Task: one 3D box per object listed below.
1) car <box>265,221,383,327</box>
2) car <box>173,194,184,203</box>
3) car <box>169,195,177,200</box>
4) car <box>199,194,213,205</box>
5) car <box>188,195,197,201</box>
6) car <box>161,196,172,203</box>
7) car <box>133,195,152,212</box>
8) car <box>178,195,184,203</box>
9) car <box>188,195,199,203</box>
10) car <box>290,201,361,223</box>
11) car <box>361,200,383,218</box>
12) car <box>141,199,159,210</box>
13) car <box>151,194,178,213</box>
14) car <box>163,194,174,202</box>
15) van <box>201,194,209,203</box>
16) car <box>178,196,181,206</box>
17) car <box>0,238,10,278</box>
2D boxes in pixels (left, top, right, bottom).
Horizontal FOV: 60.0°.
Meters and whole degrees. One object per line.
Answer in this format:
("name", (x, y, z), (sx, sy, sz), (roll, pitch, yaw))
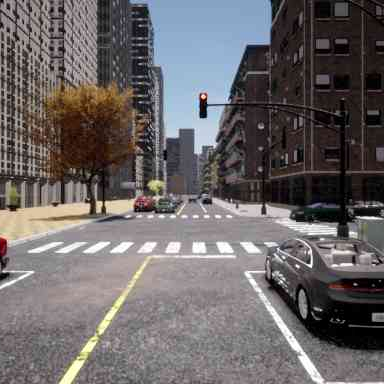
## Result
("car", (2.705, 1.551, 6.923), (2.008, 1.369, 4.403), (0, 0, 0))
("car", (-2.833, 1.408, 69.326), (2.097, 1.767, 4.553), (0, 0, 0))
("car", (-5.464, 1.654, 94.560), (2.008, 1.369, 4.403), (0, 0, 0))
("car", (2.837, 1.611, 61.402), (1.947, 1.339, 4.313), (0, 0, 0))
("car", (0.191, 1.462, 79.061), (2.033, 1.411, 5.357), (0, 0, 0))
("car", (-5.517, 1.627, 72.469), (1.947, 1.339, 4.313), (0, 0, 0))
("car", (-5.598, 1.336, 39.331), (2.192, 1.841, 5.009), (0, 0, 0))
("car", (-2.947, 1.531, 57.397), (2.128, 1.511, 4.902), (0, 0, 0))
("car", (0.165, 1.546, 68.638), (2.128, 1.511, 4.902), (0, 0, 0))
("car", (9.106, 1.431, 23.409), (4.181, 1.385, 1.994), (-1, 0, -4))
("car", (13.489, 1.350, 26.302), (4.403, 1.369, 2.008), (-1, 1, 0))
("car", (-5.584, 1.592, 44.854), (1.947, 1.339, 4.313), (0, 0, 0))
("car", (-2.983, 1.371, 37.013), (2.097, 1.767, 4.553), (0, 0, -1))
("car", (-5.504, 1.386, 77.991), (2.192, 1.841, 5.009), (0, 0, 0))
("van", (2.863, 1.402, 72.448), (1.690, 1.788, 3.998), (0, 0, 0))
("car", (-2.984, 1.630, 47.109), (1.895, 1.301, 4.718), (0, 0, 0))
("car", (-5.675, 1.545, 6.943), (1.887, 1.381, 4.507), (0, 0, 0))
